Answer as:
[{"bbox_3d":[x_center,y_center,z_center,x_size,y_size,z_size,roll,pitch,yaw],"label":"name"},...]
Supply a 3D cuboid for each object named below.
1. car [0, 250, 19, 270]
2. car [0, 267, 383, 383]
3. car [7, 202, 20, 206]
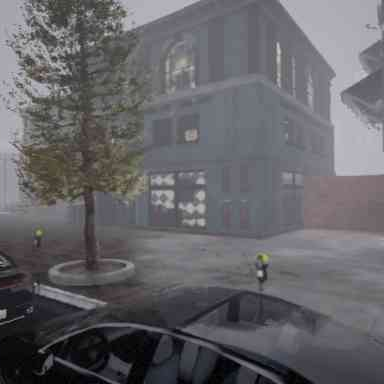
[{"bbox_3d":[-4.656,1.620,6.192,4.403,1.369,2.008,-1,0,35],"label":"car"},{"bbox_3d":[-0.147,1.582,2.978,4.313,1.339,1.947,-1,0,35],"label":"car"},{"bbox_3d":[-25.390,2.146,49.782,1.887,1.381,4.507,-1,-1,35],"label":"car"}]
